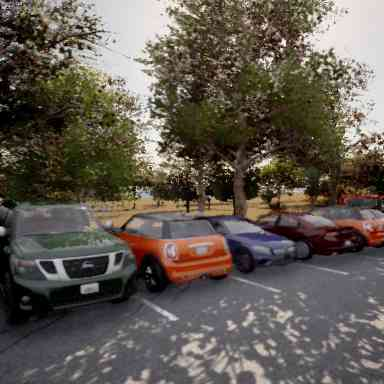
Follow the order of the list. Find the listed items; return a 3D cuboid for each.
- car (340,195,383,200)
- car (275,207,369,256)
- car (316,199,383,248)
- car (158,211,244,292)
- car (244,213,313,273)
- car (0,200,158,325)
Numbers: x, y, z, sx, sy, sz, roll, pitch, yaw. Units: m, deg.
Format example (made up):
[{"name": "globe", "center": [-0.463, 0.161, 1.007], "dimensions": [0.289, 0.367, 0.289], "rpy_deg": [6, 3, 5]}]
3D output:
[{"name": "car", "center": [10.333, 1.205, 17.387], "dimensions": [2.435, 2.045, 5.566], "rpy_deg": [0, 0, -35]}, {"name": "car", "center": [3.516, 1.470, 12.556], "dimensions": [2.097, 1.535, 5.008], "rpy_deg": [0, 0, -35]}, {"name": "car", "center": [5.798, 1.340, 14.150], "dimensions": [2.185, 1.767, 4.553], "rpy_deg": [0, 0, -35]}, {"name": "car", "center": [-1.005, 1.350, 9.302], "dimensions": [2.185, 1.767, 4.553], "rpy_deg": [0, 0, -35]}, {"name": "car", "center": [1.243, 1.513, 10.946], "dimensions": [2.002, 1.452, 4.674], "rpy_deg": [0, 0, -35]}, {"name": "car", "center": [-3.274, 1.228, 7.689], "dimensions": [2.435, 2.045, 5.566], "rpy_deg": [0, 0, -35]}]
